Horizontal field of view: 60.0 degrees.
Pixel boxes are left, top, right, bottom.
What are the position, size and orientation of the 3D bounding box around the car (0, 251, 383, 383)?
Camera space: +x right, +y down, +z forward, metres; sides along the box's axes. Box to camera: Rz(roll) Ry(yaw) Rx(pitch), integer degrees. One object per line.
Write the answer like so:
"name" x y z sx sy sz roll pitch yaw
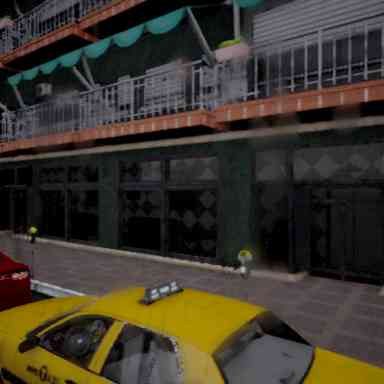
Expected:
"car" -0.495 1.528 3.222 4.829 1.417 1.752 0 0 35
